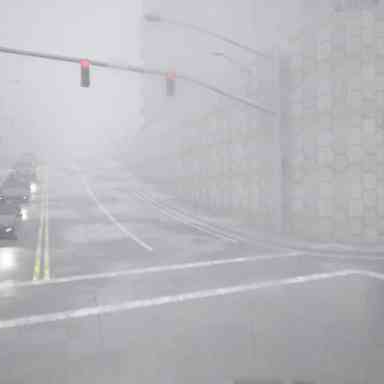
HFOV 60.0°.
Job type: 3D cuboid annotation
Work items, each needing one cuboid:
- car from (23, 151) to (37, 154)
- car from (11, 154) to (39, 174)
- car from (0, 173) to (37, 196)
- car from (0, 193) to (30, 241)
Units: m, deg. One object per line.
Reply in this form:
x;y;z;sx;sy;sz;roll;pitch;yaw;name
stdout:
-20.235;-4.277;41.502;1.837;1.490;4.892;-1;13;-23;car
-16.266;-2.257;32.339;2.097;1.767;4.553;-1;13;-23;car
-12.444;-0.141;23.586;2.033;1.411;5.357;-1;10;-23;car
-8.469;1.116;14.480;2.033;1.411;5.357;-1;5;-23;car
